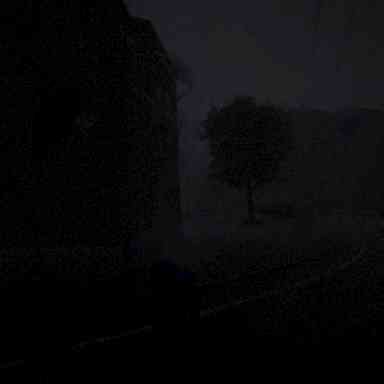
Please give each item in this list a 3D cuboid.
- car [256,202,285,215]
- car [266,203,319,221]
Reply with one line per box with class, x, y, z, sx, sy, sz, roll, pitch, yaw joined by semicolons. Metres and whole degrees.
car;9.527;1.902;38.431;2.128;1.511;4.902;-4;0;-33
car;9.479;1.942;31.087;1.895;1.301;4.718;-3;-1;-25
